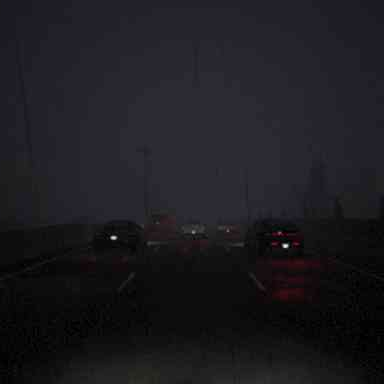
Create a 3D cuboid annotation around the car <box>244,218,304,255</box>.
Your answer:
[{"bbox_3d":[3.602,1.956,15.242,1.837,1.490,4.892,0,-3,0],"label":"car"}]

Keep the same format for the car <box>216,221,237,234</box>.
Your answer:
[{"bbox_3d":[3.606,3.802,35.424,1.895,1.301,4.718,0,-5,0],"label":"car"}]

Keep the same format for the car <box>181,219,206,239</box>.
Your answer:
[{"bbox_3d":[0.104,2.881,26.233,1.812,1.442,4.674,0,-5,0],"label":"car"}]

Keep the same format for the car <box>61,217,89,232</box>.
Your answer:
[{"bbox_3d":[-17.491,4.875,50.081,2.150,2.045,5.566,0,-5,0],"label":"car"}]

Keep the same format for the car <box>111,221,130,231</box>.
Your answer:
[{"bbox_3d":[-10.490,5.015,49.110,1.837,1.490,4.892,0,-5,0],"label":"car"}]

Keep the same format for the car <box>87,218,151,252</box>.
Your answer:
[{"bbox_3d":[-3.398,2.094,16.427,1.994,1.385,4.181,0,-4,0],"label":"car"}]

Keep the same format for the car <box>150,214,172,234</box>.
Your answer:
[{"bbox_3d":[-3.394,3.444,35.655,2.150,2.045,5.566,0,-5,0],"label":"car"}]

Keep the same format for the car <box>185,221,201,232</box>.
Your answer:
[{"bbox_3d":[0.107,4.578,44.442,2.033,1.411,5.357,0,-5,0],"label":"car"}]

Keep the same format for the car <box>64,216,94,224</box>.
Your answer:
[{"bbox_3d":[-13.994,4.103,42.784,2.150,2.045,5.566,0,-5,0],"label":"car"}]
